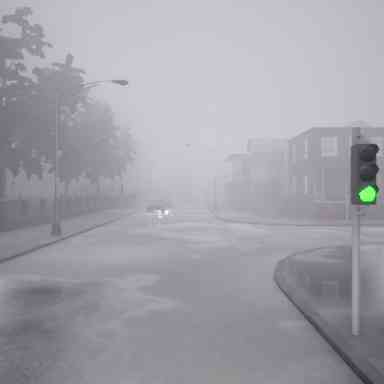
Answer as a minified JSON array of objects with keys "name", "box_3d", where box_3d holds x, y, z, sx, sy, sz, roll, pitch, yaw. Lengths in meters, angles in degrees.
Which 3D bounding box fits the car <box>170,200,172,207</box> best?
[{"name":"car","box_3d":[-4.029,1.514,49.187,2.128,1.511,4.902,0,0,0]}]

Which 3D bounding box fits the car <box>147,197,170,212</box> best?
[{"name":"car","box_3d":[-4.056,1.565,38.848,2.033,1.411,5.357,0,0,0]}]
